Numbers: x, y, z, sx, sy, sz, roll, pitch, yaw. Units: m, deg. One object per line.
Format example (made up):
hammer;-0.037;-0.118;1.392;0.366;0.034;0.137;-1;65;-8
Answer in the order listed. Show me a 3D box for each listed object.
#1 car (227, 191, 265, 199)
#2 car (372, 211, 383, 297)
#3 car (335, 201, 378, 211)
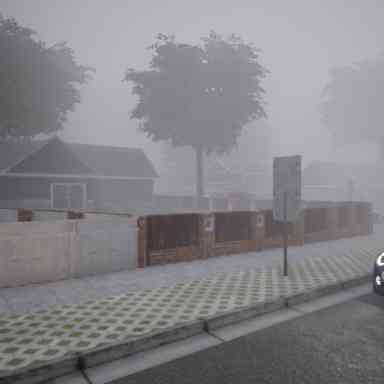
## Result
car;5.660;0.984;32.416;2.150;2.045;5.566;0;1;-36
car;5.942;1.360;7.280;4.553;1.767;2.097;0;0;-35
car;11.377;1.406;24.371;1.812;1.442;4.674;0;1;-35
